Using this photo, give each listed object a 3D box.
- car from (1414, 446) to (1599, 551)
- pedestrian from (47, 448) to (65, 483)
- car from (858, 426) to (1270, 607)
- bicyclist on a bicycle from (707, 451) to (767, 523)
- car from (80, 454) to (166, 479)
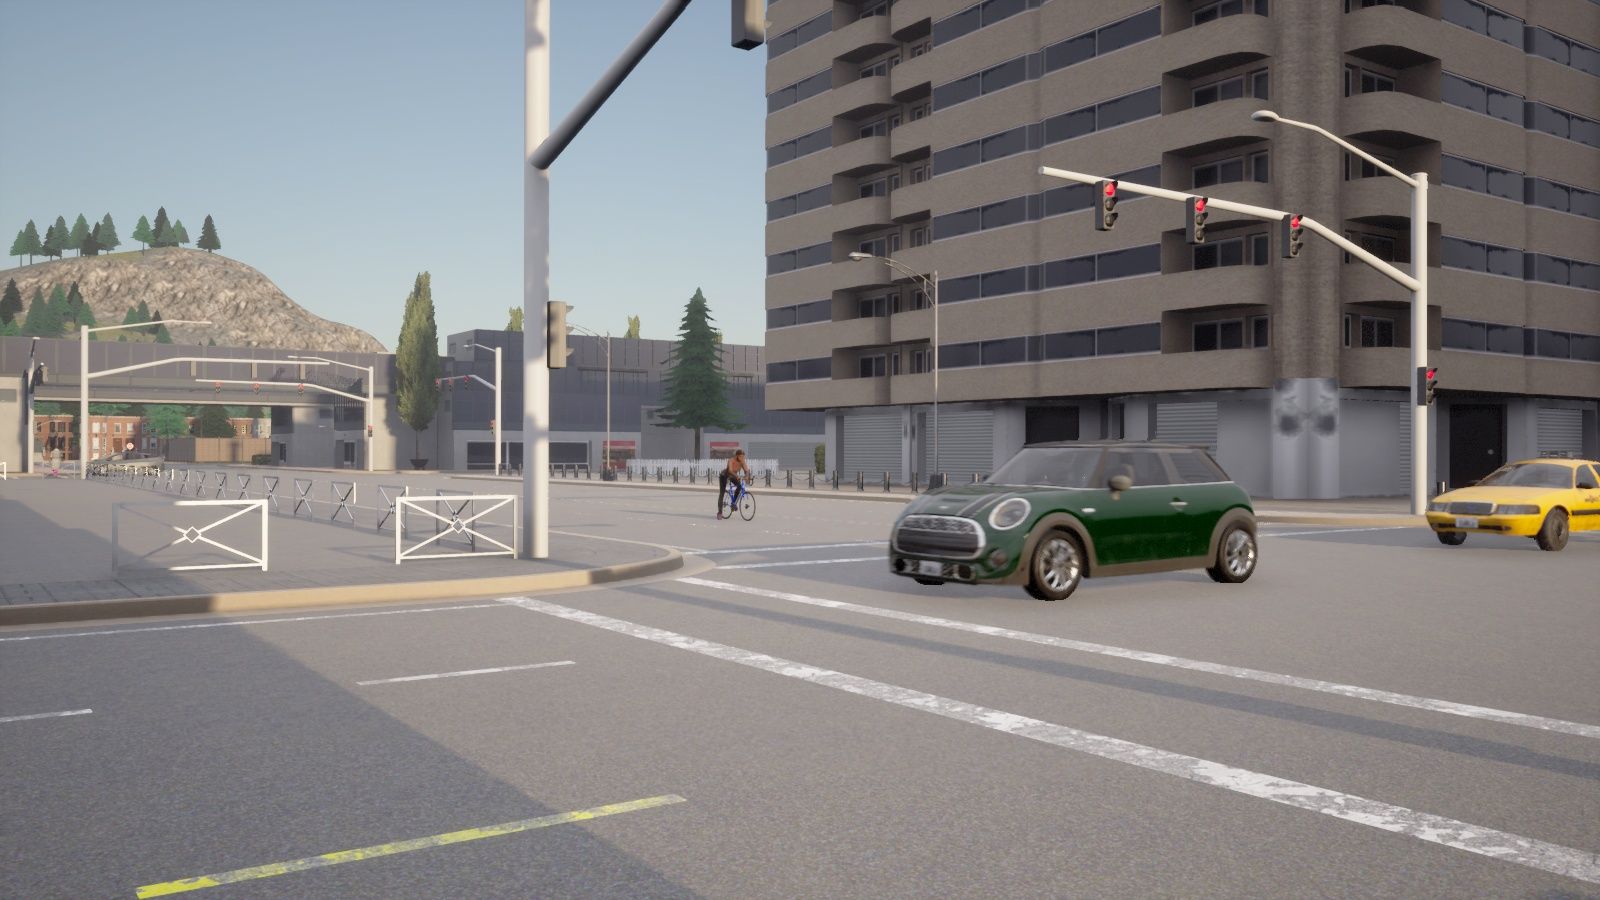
[{"bbox_3d":[12.703,0.737,21.277,5.366,1.575,1.801,0,0,-36],"label":"car"},{"bbox_3d":[-41.751,0.842,70.453,0.873,1.952,0.659,0,0,44],"label":"pedestrian"},{"bbox_3d":[3.107,0.656,14.409,4.553,1.767,2.097,0,0,-36],"label":"car"},{"bbox_3d":[-1.467,0.827,28.998,0.582,1.620,1.656,0,0,-35],"label":"bicyclist on a bicycle"},{"bbox_3d":[-42.466,1.030,78.788,4.514,1.525,2.007,0,0,-35],"label":"car"}]
